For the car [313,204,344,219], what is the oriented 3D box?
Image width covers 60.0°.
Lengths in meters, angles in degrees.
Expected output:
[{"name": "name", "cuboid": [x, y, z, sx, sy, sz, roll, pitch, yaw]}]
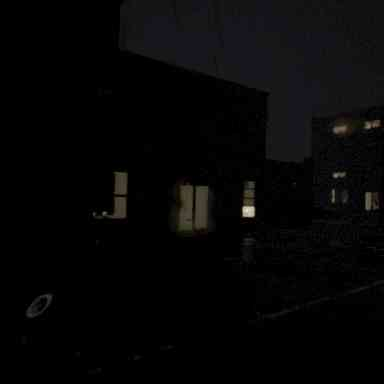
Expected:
[{"name": "car", "cuboid": [12.295, 1.874, 32.033, 1.887, 1.381, 4.507, 1, -1, -35]}]

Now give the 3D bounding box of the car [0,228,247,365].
[{"name": "car", "cuboid": [-1.023, 1.463, 5.809, 4.097, 1.590, 1.967, 1, 1, -35]}]

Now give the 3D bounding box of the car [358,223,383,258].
[{"name": "car", "cuboid": [7.781, 1.673, 12.087, 4.403, 1.369, 2.008, 1, 1, -35]}]
